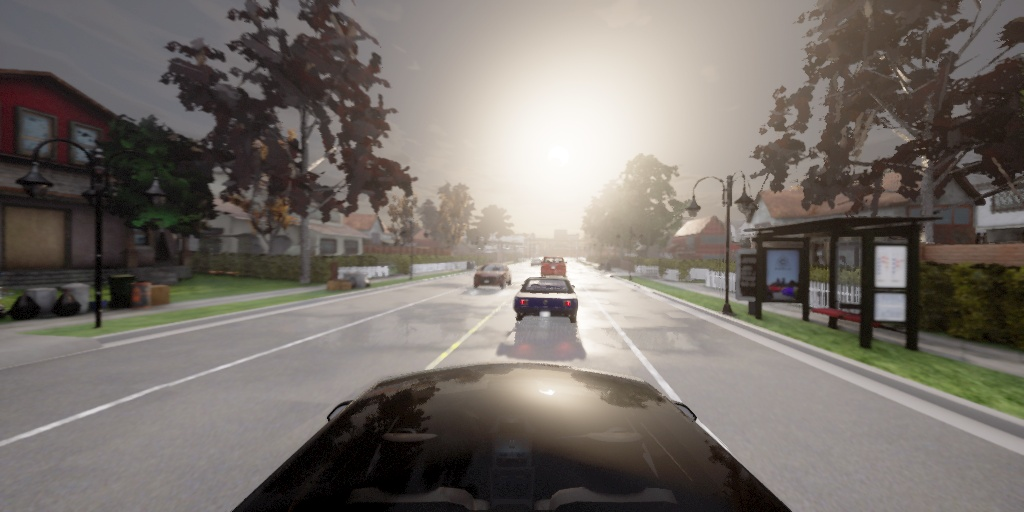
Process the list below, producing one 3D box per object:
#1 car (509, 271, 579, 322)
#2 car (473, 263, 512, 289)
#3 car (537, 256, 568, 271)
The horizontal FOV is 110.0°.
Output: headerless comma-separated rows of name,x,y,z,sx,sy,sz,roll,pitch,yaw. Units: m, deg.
car,1.223,1.365,12.392,1.895,1.301,4.718,1,0,7
car,-1.147,1.209,23.114,1.882,1.535,5.008,1,0,7
car,3.619,1.010,31.155,2.150,2.045,5.566,1,0,7
